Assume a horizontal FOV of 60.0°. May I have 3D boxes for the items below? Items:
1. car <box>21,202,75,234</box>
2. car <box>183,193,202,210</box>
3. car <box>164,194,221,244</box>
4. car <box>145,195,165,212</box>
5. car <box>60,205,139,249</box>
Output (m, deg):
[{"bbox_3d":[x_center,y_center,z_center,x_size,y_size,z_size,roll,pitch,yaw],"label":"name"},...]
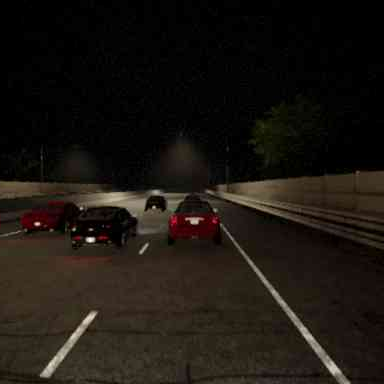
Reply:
[{"bbox_3d":[-6.906,1.231,17.327,1.882,1.535,5.008,0,1,0],"label":"car"},{"bbox_3d":[0.088,0.982,35.610,1.882,1.535,5.008,0,1,0],"label":"car"},{"bbox_3d":[0.095,1.140,14.809,2.097,1.767,4.553,0,1,0],"label":"car"},{"bbox_3d":[-3.412,1.056,32.293,1.837,1.490,4.892,0,1,0],"label":"car"},{"bbox_3d":[-3.404,1.311,13.570,1.837,1.490,4.892,0,1,0],"label":"car"}]
